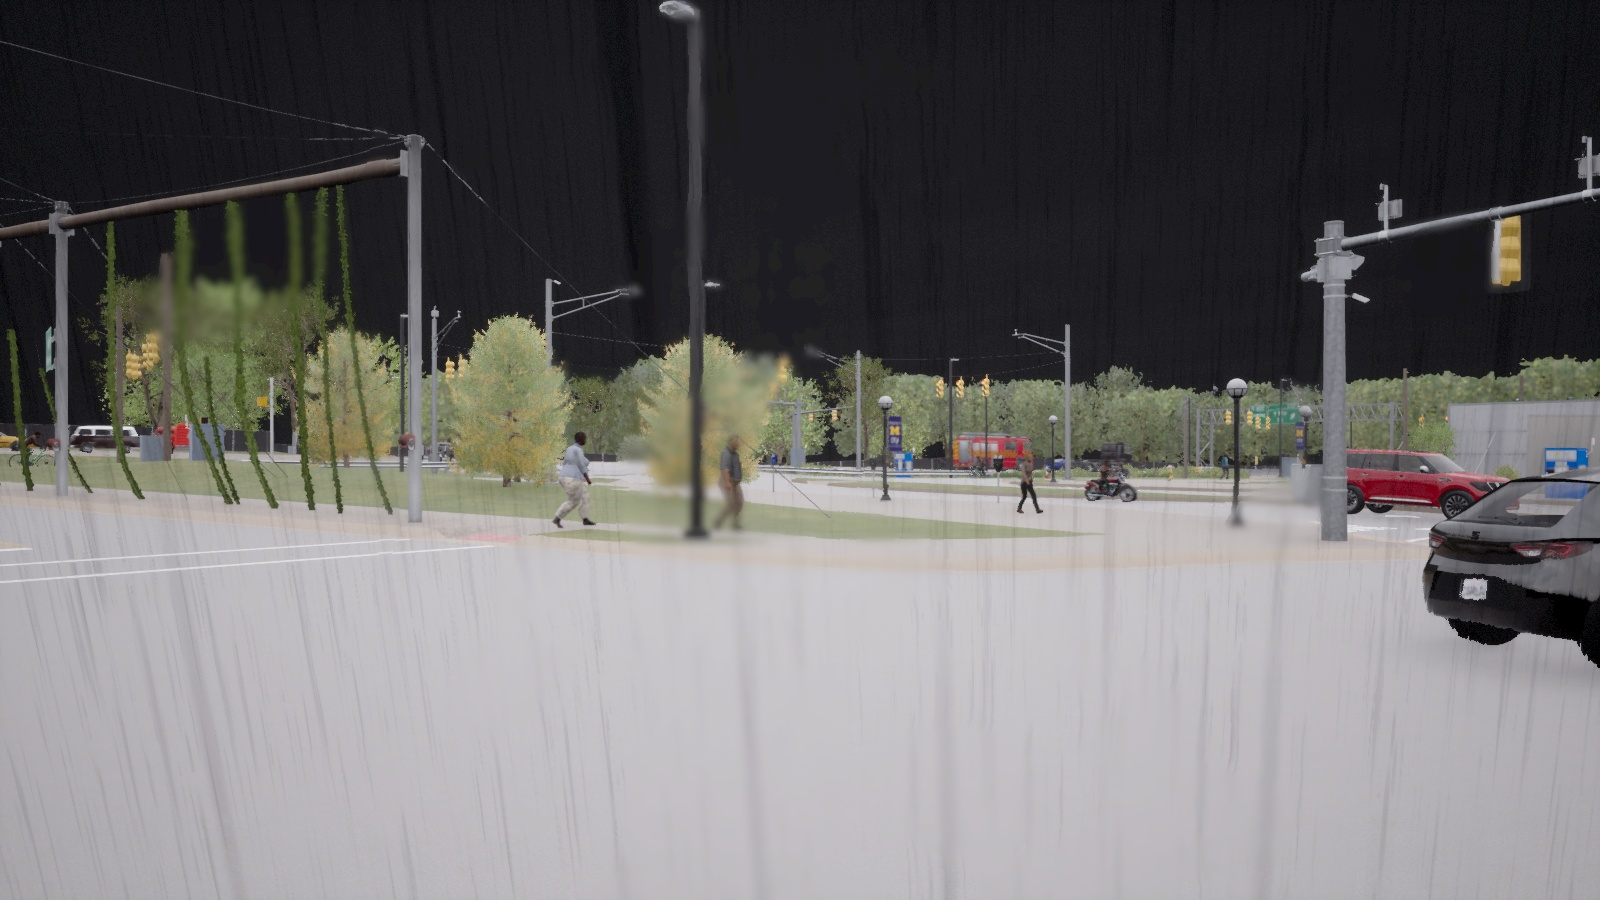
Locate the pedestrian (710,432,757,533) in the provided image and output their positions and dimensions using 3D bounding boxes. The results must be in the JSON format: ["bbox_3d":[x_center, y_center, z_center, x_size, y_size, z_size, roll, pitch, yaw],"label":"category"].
[{"bbox_3d":[-1.245,0.594,23.492,0.694,1.848,0.540,0,0,32],"label":"pedestrian"}]

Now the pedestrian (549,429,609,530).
[{"bbox_3d":[-4.144,0.537,23.509,0.900,1.855,0.874,0,0,-24],"label":"pedestrian"}]

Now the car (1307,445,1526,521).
[{"bbox_3d":[18.649,0.938,38.240,2.150,2.045,5.566,0,1,-38],"label":"car"}]

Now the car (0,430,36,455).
[{"bbox_3d":[-51.750,-0.497,79.783,5.366,1.575,1.801,1,-1,-34],"label":"car"}]

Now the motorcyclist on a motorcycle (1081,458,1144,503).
[{"bbox_3d":[11.727,1.115,47.195,0.766,1.649,2.350,0,-1,-38],"label":"motorcyclist on a motorcycle"}]

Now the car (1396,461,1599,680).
[{"bbox_3d":[7.125,0.819,9.727,4.193,1.474,1.816,-1,-1,-7],"label":"car"}]

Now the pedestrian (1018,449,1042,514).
[{"bbox_3d":[6.601,0.887,36.063,0.331,1.846,0.634,0,0,-34],"label":"pedestrian"}]
